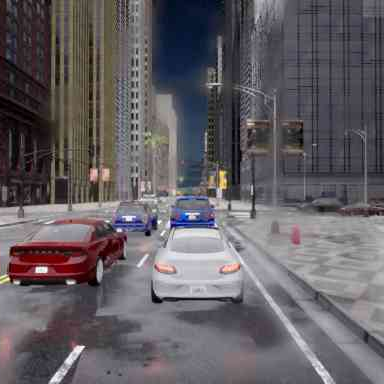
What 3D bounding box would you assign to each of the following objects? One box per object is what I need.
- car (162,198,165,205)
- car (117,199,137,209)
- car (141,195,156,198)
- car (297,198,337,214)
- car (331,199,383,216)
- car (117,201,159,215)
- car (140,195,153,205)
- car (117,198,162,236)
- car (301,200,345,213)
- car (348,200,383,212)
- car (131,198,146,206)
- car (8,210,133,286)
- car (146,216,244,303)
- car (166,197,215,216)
[{"bbox_3d":[-6.519,1.805,60.684,1.837,1.490,4.892,0,0,1],"label":"car"},{"bbox_3d":[-9.805,1.778,50.931,2.033,1.411,5.357,0,0,0],"label":"car"},{"bbox_3d":[-6.556,1.452,50.972,2.150,2.045,5.566,0,0,0],"label":"car"},{"bbox_3d":[13.739,1.420,35.912,4.553,1.767,2.097,0,-1,-1],"label":"car"},{"bbox_3d":[15.340,1.577,30.163,4.206,1.307,1.802,0,0,-1],"label":"car"},{"bbox_3d":[-5.700,1.688,35.539,4.181,1.385,1.994,0,-1,-1],"label":"car"},{"bbox_3d":[-9.690,1.609,71.414,2.150,2.045,5.566,0,0,0],"label":"car"},{"bbox_3d":[-3.134,1.391,18.672,2.097,1.767,4.553,0,0,0],"label":"car"},{"bbox_3d":[15.217,1.662,38.687,4.313,1.339,1.947,0,0,-1],"label":"car"},{"bbox_3d":[20.857,1.643,38.770,4.313,1.339,1.947,0,0,-1],"label":"car"},{"bbox_3d":[-9.768,1.827,60.840,1.812,1.442,4.674,0,0,1],"label":"car"},{"bbox_3d":[-3.144,1.489,9.445,1.882,1.535,5.008,0,0,0],"label":"car"},{"bbox_3d":[0.105,1.534,8.073,1.812,1.442,4.674,0,0,0],"label":"car"},{"bbox_3d":[0.041,1.257,17.775,2.150,2.045,5.566,0,0,1],"label":"car"}]
